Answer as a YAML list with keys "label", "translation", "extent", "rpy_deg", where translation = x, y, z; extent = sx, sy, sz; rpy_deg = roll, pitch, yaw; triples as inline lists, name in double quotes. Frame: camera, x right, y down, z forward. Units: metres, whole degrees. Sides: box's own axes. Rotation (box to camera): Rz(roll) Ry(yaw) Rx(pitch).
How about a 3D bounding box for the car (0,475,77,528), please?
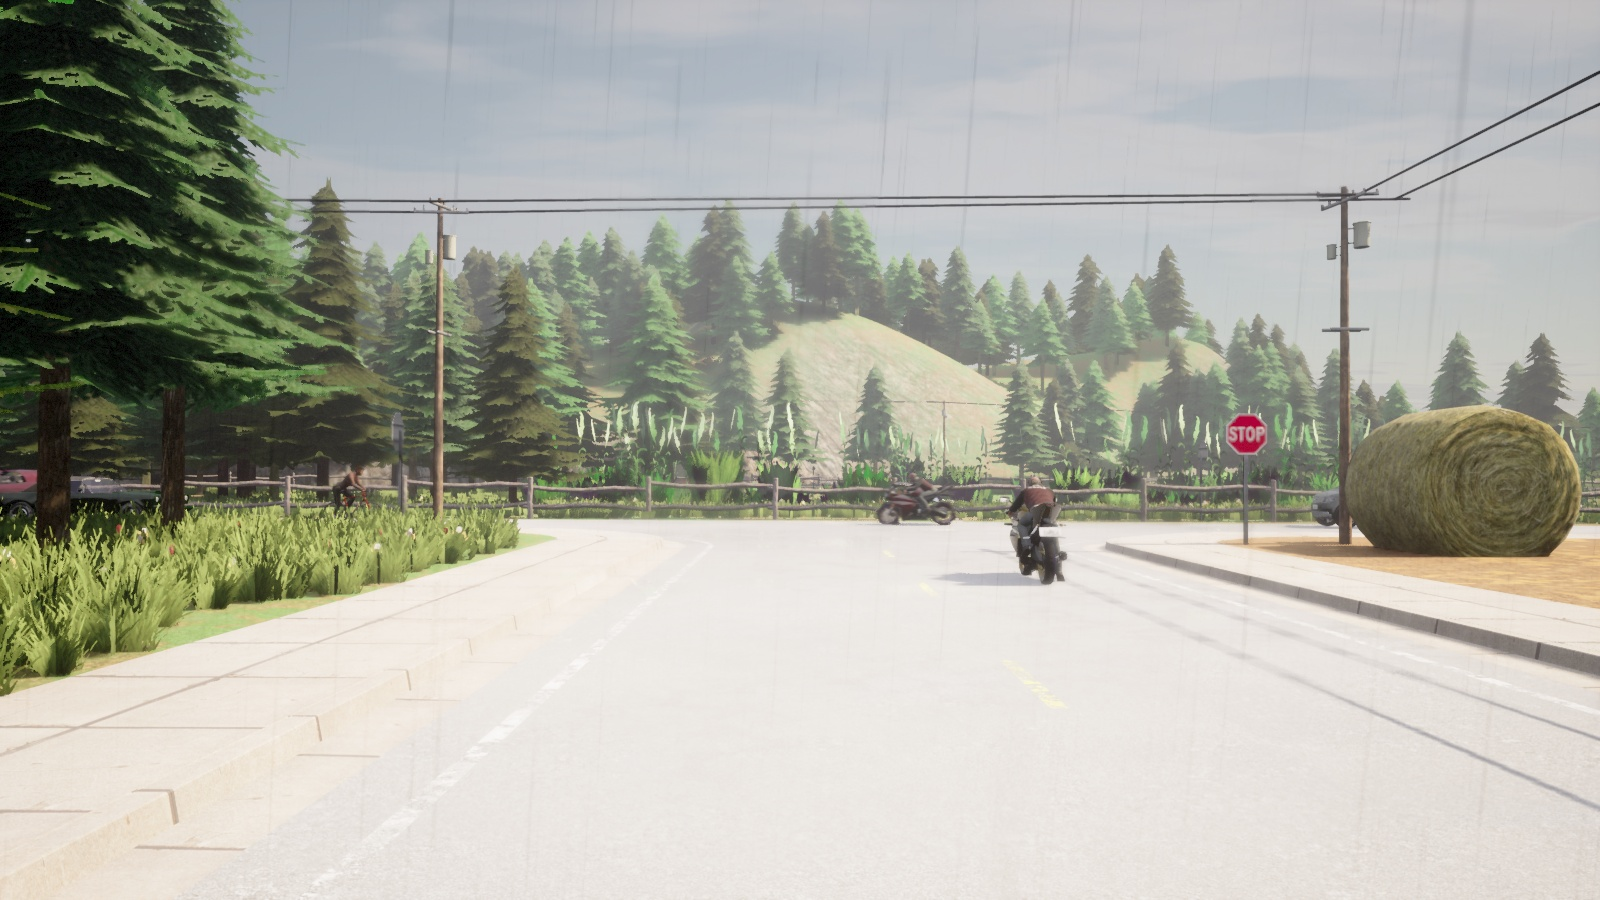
- label: "car"
  translation: [-23.612, 1.508, 36.937]
  extent: [3.633, 1.501, 1.845]
  rpy_deg: [0, -1, 1]

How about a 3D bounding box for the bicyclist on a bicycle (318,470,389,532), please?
- label: "bicyclist on a bicycle"
  translation: [-11.723, 1.332, 32.986]
  extent: [1.656, 1.620, 0.582]
  rpy_deg: [0, -1, 3]

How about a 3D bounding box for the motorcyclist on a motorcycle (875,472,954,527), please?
- label: "motorcyclist on a motorcycle"
  translation: [3.245, 1.406, 35.803]
  extent: [2.191, 1.530, 0.866]
  rpy_deg: [0, -1, 3]

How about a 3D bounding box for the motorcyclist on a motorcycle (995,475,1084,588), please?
- label: "motorcyclist on a motorcycle"
  translation: [3.450, 1.143, 18.311]
  extent: [0.866, 1.530, 2.191]
  rpy_deg: [0, -1, 0]

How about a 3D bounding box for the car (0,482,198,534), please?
- label: "car"
  translation: [-18.776, 1.513, 33.294]
  extent: [4.718, 1.301, 1.895]
  rpy_deg: [0, -1, 2]

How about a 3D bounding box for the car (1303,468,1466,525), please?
- label: "car"
  translation: [16.323, 1.283, 35.205]
  extent: [3.705, 1.549, 1.789]
  rpy_deg: [0, -1, 3]
